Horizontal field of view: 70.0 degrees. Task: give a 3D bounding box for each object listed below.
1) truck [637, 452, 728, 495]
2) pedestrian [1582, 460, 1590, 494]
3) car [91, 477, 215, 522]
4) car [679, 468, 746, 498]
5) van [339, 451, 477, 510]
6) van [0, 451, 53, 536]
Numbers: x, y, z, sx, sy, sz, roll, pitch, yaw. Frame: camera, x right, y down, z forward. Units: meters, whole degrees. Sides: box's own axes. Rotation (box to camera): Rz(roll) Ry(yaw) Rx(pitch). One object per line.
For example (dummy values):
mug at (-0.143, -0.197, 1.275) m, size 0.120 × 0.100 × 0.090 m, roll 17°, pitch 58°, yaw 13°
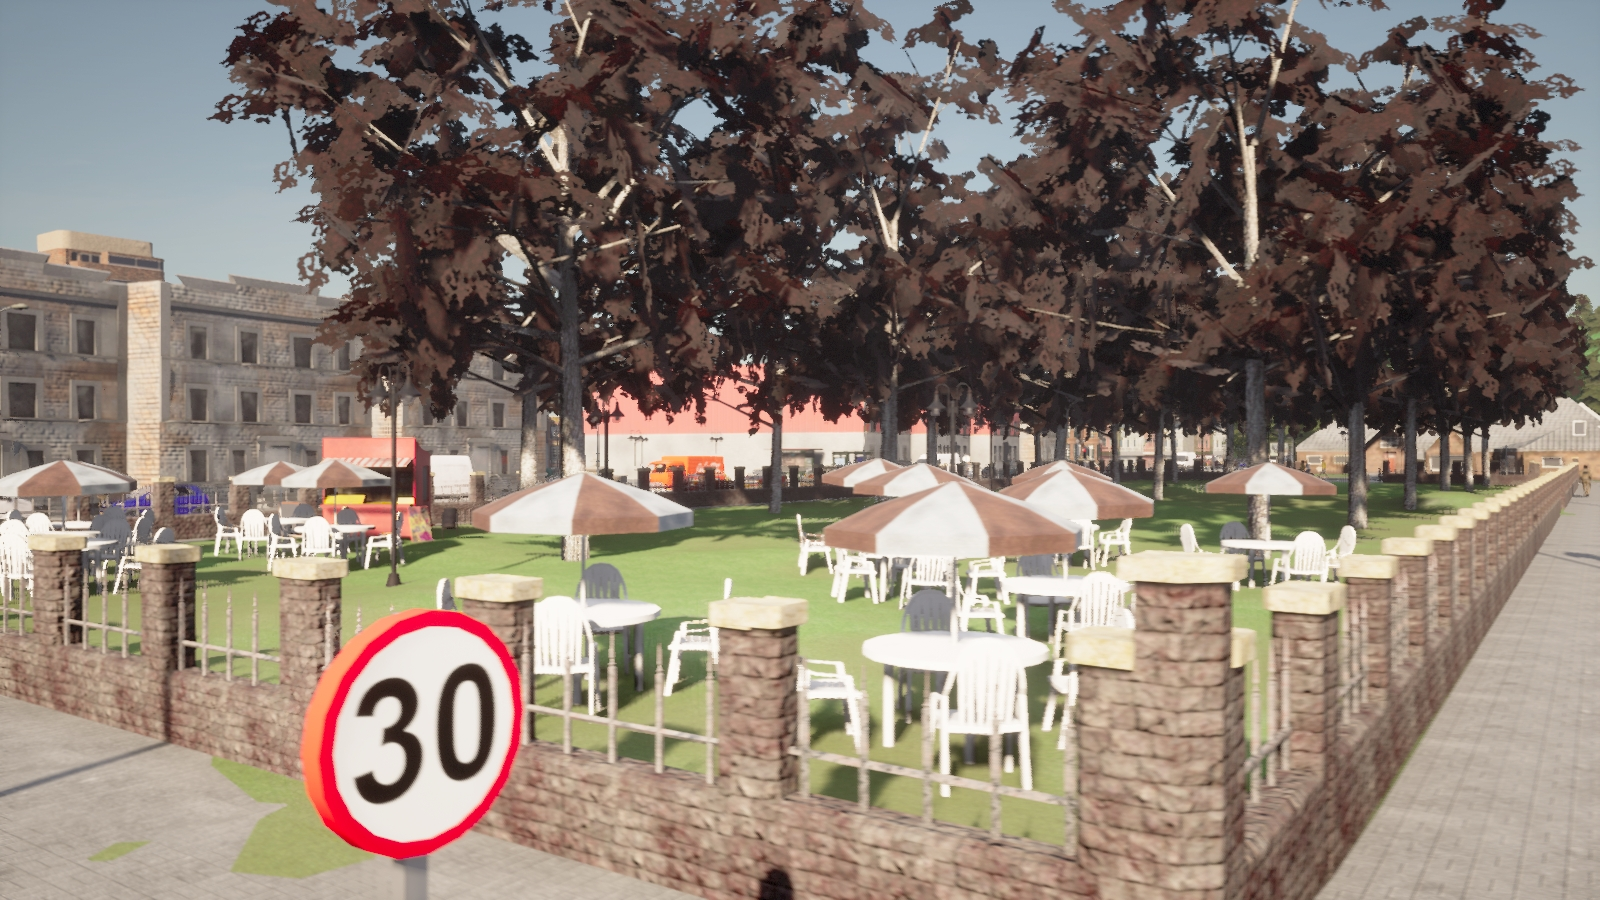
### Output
truck at (-6.923, 1.345, 67.853) m, size 2.627 × 2.467 × 5.204 m, roll 0°, pitch 0°, yaw 35°
pedestrian at (44.435, 1.525, 64.597) m, size 0.375 × 1.860 × 0.375 m, roll 0°, pitch 0°, yaw 35°
car at (-24.294, 1.816, 42.989) m, size 1.845 × 1.501 × 3.633 m, roll 0°, pitch 0°, yaw 35°
car at (-4.856, 1.804, 63.822) m, size 1.789 × 1.549 × 3.705 m, roll 0°, pitch 0°, yaw 35°
van at (-17.830, 1.312, 52.260) m, size 1.988 × 2.561 × 5.915 m, roll 0°, pitch 0°, yaw 35°
van at (-25.925, 1.312, 33.966) m, size 1.988 × 2.561 × 5.915 m, roll 0°, pitch 0°, yaw 35°
